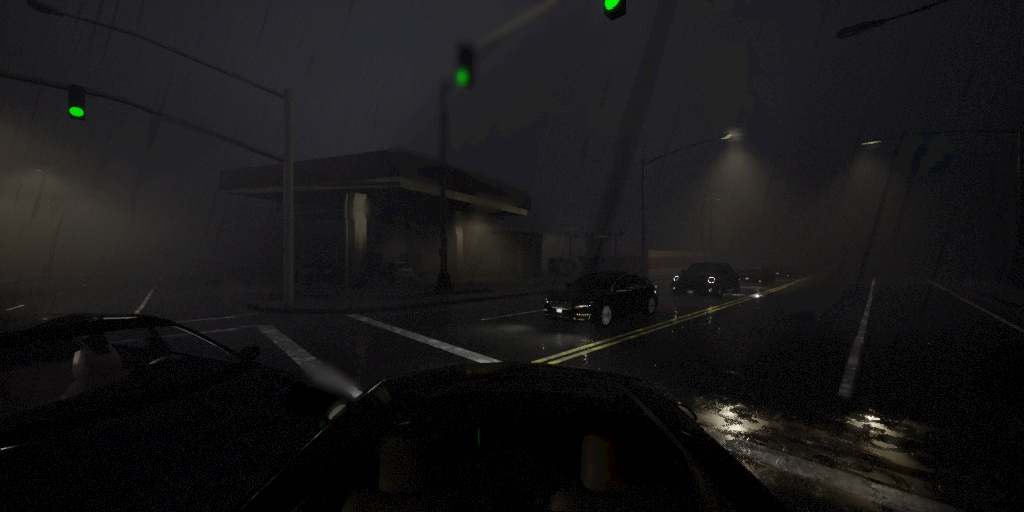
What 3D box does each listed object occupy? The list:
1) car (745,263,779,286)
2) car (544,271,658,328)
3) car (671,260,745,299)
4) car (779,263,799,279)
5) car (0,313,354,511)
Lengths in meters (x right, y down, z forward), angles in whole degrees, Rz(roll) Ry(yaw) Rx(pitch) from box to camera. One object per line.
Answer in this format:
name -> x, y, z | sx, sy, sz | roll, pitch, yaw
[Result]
car -> 16.977, 1.314, 25.169 | 1.994, 1.385, 4.181 | 0, 0, 45
car -> 3.032, 1.255, 11.595 | 4.892, 1.490, 1.837 | 0, 0, -45
car -> 9.960, 1.102, 18.350 | 4.553, 1.767, 2.097 | 0, 0, -44
car -> 24.202, 1.314, 32.129 | 4.181, 1.385, 1.994 | 0, 0, -44
car -> -3.387, 1.242, 2.660 | 4.902, 1.511, 2.128 | 0, 0, 16
